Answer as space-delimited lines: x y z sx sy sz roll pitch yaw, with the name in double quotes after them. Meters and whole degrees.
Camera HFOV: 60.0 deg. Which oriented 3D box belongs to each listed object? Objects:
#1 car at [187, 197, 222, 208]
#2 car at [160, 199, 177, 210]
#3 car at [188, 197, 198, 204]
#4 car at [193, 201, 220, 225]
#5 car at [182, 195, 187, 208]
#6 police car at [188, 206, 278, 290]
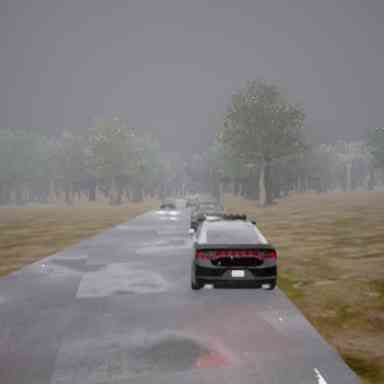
0.953 1.333 19.061 2.097 1.767 4.553 0 0 0 "car"
-2.977 1.580 41.818 1.895 1.301 4.718 0 0 0 "car"
0.129 1.587 63.800 1.895 1.301 4.718 0 0 0 "car"
0.972 1.485 25.090 1.837 1.490 4.892 0 0 0 "car"
0.130 1.470 47.325 2.128 1.511 4.902 0 0 1 "car"
0.925 1.414 9.199 1.930 1.638 5.238 0 0 0 "police car"
